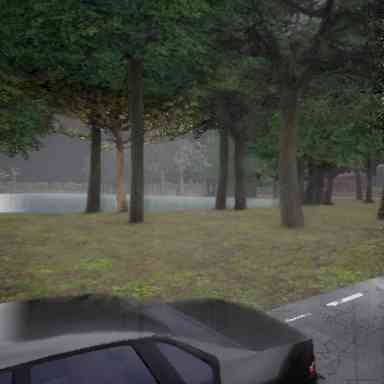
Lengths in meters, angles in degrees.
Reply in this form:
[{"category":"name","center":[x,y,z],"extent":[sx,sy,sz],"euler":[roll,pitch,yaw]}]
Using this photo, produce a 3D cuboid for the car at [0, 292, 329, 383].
[{"category":"car","center":[-1.346,1.548,2.104],"extent":[5.357,1.411,2.033],"euler":[0,0,-35]}]
